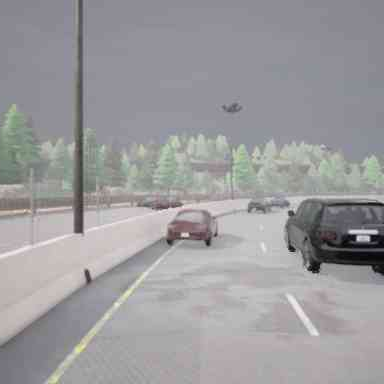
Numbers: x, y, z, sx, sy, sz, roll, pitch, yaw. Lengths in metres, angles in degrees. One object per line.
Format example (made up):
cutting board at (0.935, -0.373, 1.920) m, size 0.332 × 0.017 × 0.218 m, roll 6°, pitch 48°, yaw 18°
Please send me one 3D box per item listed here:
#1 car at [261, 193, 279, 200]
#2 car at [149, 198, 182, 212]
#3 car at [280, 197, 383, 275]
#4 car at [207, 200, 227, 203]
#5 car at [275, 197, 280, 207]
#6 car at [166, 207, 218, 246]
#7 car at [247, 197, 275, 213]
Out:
car at (17.862, 0.977, 76.204) m, size 1.812 × 1.442 × 4.674 m, roll 0°, pitch 0°, yaw 44°
car at (-2.910, 1.443, 38.235) m, size 1.895 × 1.301 × 4.718 m, roll 0°, pitch 0°, yaw 22°
car at (4.430, 1.196, 10.639) m, size 2.150 × 2.045 × 5.566 m, roll 0°, pitch 0°, yaw 7°
car at (3.332, 1.409, 43.616) m, size 1.994 × 1.385 × 4.181 m, roll 0°, pitch 0°, yaw 26°
car at (11.912, 1.418, 45.198) m, size 2.033 × 1.411 × 5.357 m, roll 0°, pitch 0°, yaw 30°
car at (0.104, 1.468, 15.002) m, size 1.812 × 1.442 × 4.674 m, roll 0°, pitch 0°, yaw 10°
car at (7.163, 1.397, 35.131) m, size 1.837 × 1.490 × 4.892 m, roll 0°, pitch 0°, yaw 24°
